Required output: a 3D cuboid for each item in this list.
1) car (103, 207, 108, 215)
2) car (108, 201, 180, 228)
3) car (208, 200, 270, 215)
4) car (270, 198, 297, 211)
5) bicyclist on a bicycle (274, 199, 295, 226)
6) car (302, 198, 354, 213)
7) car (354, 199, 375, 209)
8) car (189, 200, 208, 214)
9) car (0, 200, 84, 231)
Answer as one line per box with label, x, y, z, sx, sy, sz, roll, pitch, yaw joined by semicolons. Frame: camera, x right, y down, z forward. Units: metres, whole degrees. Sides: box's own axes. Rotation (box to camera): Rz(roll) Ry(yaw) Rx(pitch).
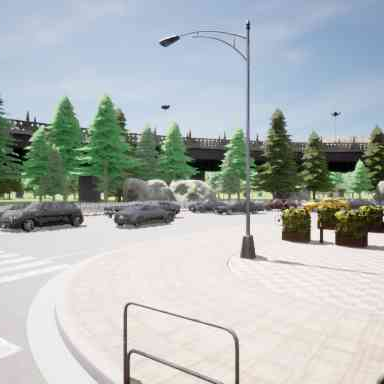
car;-5.497;1.545;29.795;4.718;1.301;1.895;0;0;-45
car;-3.076;1.508;21.961;1.994;1.385;4.181;0;0;38
car;4.670;1.492;33.057;5.357;1.411;2.033;0;0;-26
car;9.994;1.470;38.791;4.674;1.442;1.812;0;0;-15
bicyclist on a bicycle;5.566;1.245;19.586;0.582;1.620;1.656;0;0;-44
car;14.542;1.422;36.285;5.008;1.535;1.882;0;0;-7
car;19.771;1.509;40.166;4.181;1.385;1.994;0;0;0
car;1.738;1.509;35.284;4.181;1.385;1.994;0;0;-29
car;-8.955;1.297;20.064;2.097;1.767;4.553;0;0;37
